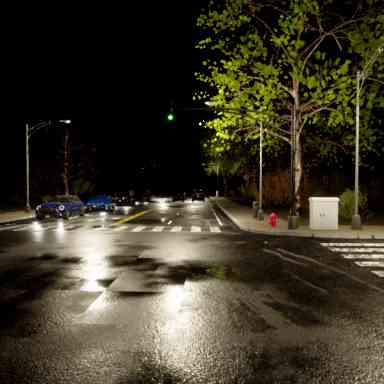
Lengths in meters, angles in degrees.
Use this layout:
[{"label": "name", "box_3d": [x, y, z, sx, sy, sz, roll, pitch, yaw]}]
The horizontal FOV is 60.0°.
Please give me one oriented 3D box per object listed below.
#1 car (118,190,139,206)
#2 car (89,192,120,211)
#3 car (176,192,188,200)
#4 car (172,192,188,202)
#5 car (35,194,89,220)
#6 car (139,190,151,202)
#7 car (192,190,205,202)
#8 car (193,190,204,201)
[{"label": "car", "box_3d": [-9.059, 0.725, 44.823, 2.150, 2.045, 5.566, 0, 1, 1]}, {"label": "car", "box_3d": [-9.321, 1.077, 34.551, 1.882, 1.535, 5.008, 0, 1, 1]}, {"label": "car", "box_3d": [-1.961, 0.808, 65.093, 2.128, 1.511, 4.902, 0, 1, 1]}, {"label": "car", "box_3d": [-2.224, 0.968, 54.678, 2.033, 1.411, 5.357, 0, 1, 1]}, {"label": "car", "box_3d": [-9.579, 1.044, 24.465, 2.097, 1.767, 4.553, 0, 1, 2]}, {"label": "car", "box_3d": [-8.634, 0.593, 58.937, 2.150, 2.045, 5.566, 0, 0, 2]}, {"label": "car", "box_3d": [1.035, 0.777, 54.981, 2.097, 1.767, 4.553, 0, 1, 1]}, {"label": "car", "box_3d": [1.289, 0.545, 65.038, 2.150, 2.045, 5.566, 0, 1, 1]}]
